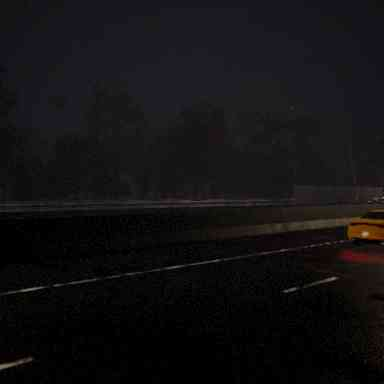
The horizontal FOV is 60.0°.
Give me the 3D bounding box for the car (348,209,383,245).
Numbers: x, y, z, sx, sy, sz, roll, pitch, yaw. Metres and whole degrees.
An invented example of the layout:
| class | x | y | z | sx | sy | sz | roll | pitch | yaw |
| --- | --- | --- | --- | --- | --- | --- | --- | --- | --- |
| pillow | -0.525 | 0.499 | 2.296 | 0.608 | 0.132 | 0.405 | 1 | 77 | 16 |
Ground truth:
| class | x | y | z | sx | sy | sz | roll | pitch | yaw |
| --- | --- | --- | --- | --- | --- | --- | --- | --- | --- |
| car | 8.793 | 1.487 | 14.431 | 5.008 | 1.535 | 1.882 | 0 | 0 | -35 |
